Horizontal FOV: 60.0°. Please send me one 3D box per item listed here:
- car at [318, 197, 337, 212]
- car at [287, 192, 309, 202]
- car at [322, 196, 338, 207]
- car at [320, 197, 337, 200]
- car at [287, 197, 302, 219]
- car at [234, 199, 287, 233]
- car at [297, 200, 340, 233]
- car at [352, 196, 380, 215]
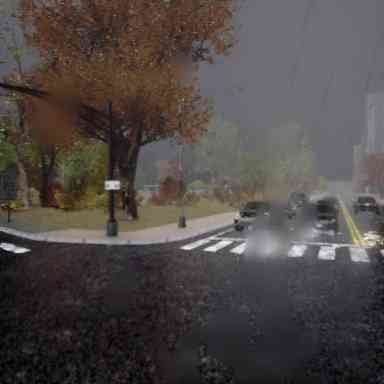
[{"bbox_3d":[15.142,1.359,37.072,1.812,1.442,4.674,0,0,23],"label":"car"},{"bbox_3d":[12.704,1.068,39.605,2.150,2.045,5.566,0,0,24],"label":"car"},{"bbox_3d":[19.958,1.351,48.126,1.994,1.385,4.181,0,0,24],"label":"car"},{"bbox_3d":[11.075,1.378,27.649,1.837,1.490,4.892,0,0,23],"label":"car"},{"bbox_3d":[7.700,1.442,28.038,2.033,1.411,5.357,0,0,24],"label":"car"},{"bbox_3d":[3.948,1.285,19.345,2.097,1.767,4.553,0,0,23],"label":"car"},{"bbox_3d":[7.407,1.436,19.147,1.812,1.442,4.674,0,0,24],"label":"car"},{"bbox_3d":[16.850,1.181,32.378,2.097,1.767,4.553,0,0,23],"label":"car"}]
